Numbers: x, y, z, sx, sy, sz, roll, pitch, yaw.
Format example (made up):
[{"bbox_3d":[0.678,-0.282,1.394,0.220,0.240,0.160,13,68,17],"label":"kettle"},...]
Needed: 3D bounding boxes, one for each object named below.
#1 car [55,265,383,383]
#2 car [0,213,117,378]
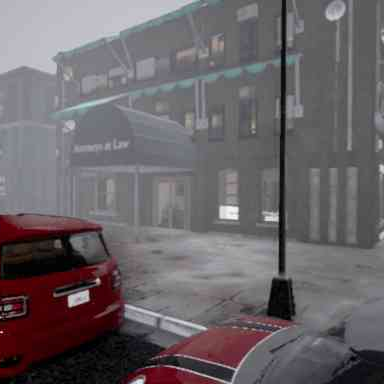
[{"bbox_3d":[1.307,1.440,1.948,4.097,1.590,1.967,1,0,35],"label":"car"},{"bbox_3d":[-3.235,1.258,5.118,5.009,1.841,2.192,1,0,35],"label":"car"}]
